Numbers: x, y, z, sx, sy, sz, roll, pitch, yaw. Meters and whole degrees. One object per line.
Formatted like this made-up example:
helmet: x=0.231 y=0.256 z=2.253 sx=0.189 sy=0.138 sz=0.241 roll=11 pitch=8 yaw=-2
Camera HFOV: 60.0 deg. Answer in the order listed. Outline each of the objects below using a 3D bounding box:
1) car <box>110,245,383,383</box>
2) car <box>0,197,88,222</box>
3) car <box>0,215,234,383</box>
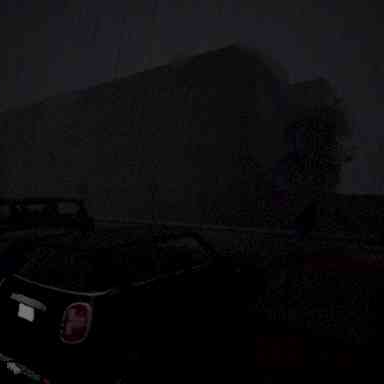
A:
car: x=1.750 y=1.476 z=3.751 sx=2.097 sy=1.535 sz=5.008 roll=0 pitch=0 yaw=35
car: x=-5.170 y=1.174 z=8.644 sx=2.435 sy=2.045 sz=5.566 roll=0 pitch=0 yaw=35
car: x=-0.572 y=1.333 z=5.361 sx=2.185 sy=1.767 sz=4.553 roll=0 pitch=0 yaw=35
